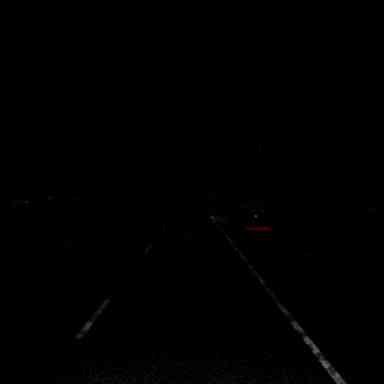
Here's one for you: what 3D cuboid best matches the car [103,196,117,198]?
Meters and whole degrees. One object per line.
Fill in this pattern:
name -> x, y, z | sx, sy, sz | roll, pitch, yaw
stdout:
car -> -17.484, 1.567, 73.348 | 1.837, 1.490, 4.892 | 0, 0, 0

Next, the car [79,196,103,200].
car -> -17.516, 1.611, 58.070 | 1.994, 1.385, 4.181 | 0, 0, 1

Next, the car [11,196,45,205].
car -> -21.070, 1.384, 42.448 | 2.097, 1.767, 4.553 | 0, 0, 0

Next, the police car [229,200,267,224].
police car -> 4.099, 1.445, 25.266 | 1.930, 1.638, 5.238 | 0, 0, -6

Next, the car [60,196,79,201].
car -> -21.013, 1.574, 58.645 | 1.812, 1.442, 4.674 | 0, 0, 1

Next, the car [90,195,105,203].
car -> -20.984, 1.546, 74.278 | 1.882, 1.535, 5.008 | 0, 0, 0

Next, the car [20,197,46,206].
car -> -27.992, 1.595, 58.743 | 2.033, 1.411, 5.357 | 0, 0, 0
